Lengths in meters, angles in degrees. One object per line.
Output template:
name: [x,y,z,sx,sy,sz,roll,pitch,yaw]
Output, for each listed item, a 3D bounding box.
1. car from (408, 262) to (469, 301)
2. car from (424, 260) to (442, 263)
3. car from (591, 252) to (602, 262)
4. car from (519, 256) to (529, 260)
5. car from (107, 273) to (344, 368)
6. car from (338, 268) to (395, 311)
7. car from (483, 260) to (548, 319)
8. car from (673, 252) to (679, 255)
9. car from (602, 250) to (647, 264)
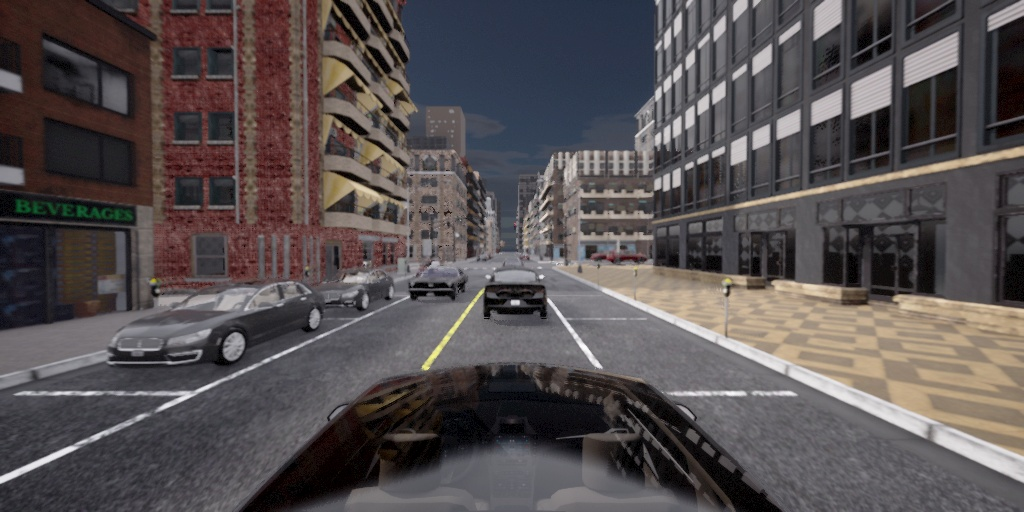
car: [-3.099,1.134,15.868,1.895,1.301,4.718,0,1,0]
car: [-5.740,0.958,26.205,1.802,1.307,4.207,0,0,0]
car: [14.578,-0.041,54.555,5.009,1.841,2.192,0,0,0]
car: [0.098,0.942,28.505,1.895,1.301,4.718,0,1,0]
car: [-5.691,1.210,7.641,2.007,1.370,4.403,0,0,0]
car: [-5.690,1.123,13.289,2.007,1.370,4.403,0,0,0]
car: [0.095,1.068,12.137,1.882,1.535,5.008,0,1,0]
car: [25.669,0.017,54.648,4.207,1.307,1.802,0,0,0]
car: [14.712,0.100,46.176,5.009,1.841,2.192,0,0,0]
